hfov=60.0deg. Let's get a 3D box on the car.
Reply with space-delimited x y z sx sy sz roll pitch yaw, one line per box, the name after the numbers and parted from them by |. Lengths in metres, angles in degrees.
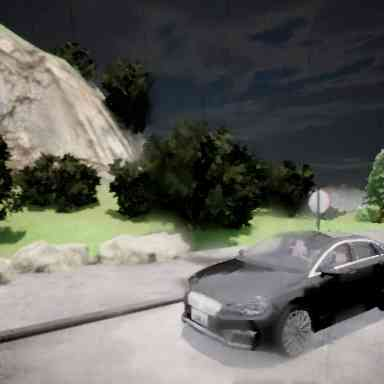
2.107 1.505 6.084 4.902 1.511 2.128 0 0 -35 | car
